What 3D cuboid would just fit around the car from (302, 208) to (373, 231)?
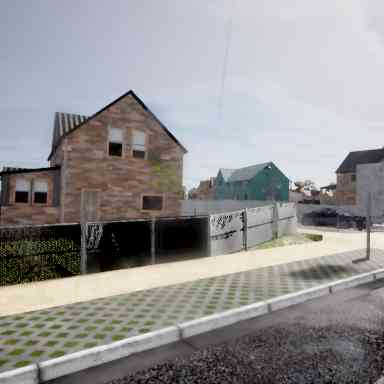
[{"bbox_3d":[9.106,1.686,21.144,1.994,1.385,4.181,3,-2,-32],"label":"car"}]
